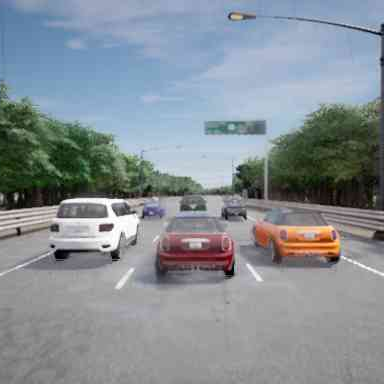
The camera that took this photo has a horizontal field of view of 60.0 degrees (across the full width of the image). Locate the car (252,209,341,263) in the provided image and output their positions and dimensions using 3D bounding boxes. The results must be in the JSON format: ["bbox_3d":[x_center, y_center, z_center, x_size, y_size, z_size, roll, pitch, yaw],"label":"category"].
[{"bbox_3d":[3.594,1.383,12.302,2.097,1.767,4.553,0,0,0],"label":"car"}]

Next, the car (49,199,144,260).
[{"bbox_3d":[-3.405,1.253,12.619,2.150,2.045,5.566,0,0,0],"label":"car"}]

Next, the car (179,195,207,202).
[{"bbox_3d":[0.089,1.299,28.263,2.150,2.045,5.566,0,0,0],"label":"car"}]

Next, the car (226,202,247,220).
[{"bbox_3d":[3.589,1.572,29.061,2.128,1.511,4.902,0,0,0],"label":"car"}]

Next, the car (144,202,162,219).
[{"bbox_3d":[-3.412,1.609,30.146,1.812,1.442,4.674,0,0,0],"label":"car"}]

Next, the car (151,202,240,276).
[{"bbox_3d":[0.094,1.378,10.542,2.097,1.767,4.553,0,0,0],"label":"car"}]
